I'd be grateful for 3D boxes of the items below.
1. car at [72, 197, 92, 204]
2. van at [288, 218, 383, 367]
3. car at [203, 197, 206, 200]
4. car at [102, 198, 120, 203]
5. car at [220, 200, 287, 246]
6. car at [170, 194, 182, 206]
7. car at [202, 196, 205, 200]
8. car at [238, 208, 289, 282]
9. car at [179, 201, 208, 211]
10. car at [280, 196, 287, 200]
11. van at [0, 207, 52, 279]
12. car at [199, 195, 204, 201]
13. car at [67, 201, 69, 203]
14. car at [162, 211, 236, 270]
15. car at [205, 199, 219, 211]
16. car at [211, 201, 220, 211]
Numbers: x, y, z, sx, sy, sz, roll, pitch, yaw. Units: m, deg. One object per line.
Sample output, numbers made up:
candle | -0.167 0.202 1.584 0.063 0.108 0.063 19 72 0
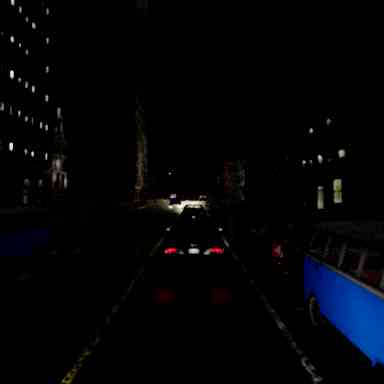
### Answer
car | -22.913 1.740 69.851 4.097 1.590 1.967 -1 -1 1
van | 2.716 1.353 4.298 1.690 1.788 3.998 1 0 0
car | 2.822 1.658 42.641 2.008 1.369 4.403 1 0 0
car | -17.229 1.827 69.779 4.206 1.307 1.802 -1 -1 1
car | 2.748 1.356 15.254 2.192 1.841 5.009 1 0 0
car | -2.860 1.621 58.661 1.882 1.535 5.008 0 0 1
car | 2.976 1.714 53.592 1.802 1.307 4.206 1 0 0
car | 2.730 1.467 9.775 1.967 1.590 4.097 1 0 0
car | 0.140 1.674 28.397 1.895 1.301 4.718 0 0 1
car | 20.878 1.405 69.306 4.829 1.417 1.752 -1 -1 1
van | -5.648 1.368 9.796 1.690 1.788 3.998 1 0 0
car | 2.963 1.649 91.555 1.967 1.590 4.097 1 0 0
car | -28.426 1.879 69.919 4.829 1.417 1.752 -1 -1 1
car | 0.072 1.578 11.108 2.033 1.411 5.357 0 0 1
car | 2.806 1.660 37.163 1.947 1.339 4.313 1 0 0
car | 2.775 1.634 26.208 1.947 1.339 4.313 1 0 0
